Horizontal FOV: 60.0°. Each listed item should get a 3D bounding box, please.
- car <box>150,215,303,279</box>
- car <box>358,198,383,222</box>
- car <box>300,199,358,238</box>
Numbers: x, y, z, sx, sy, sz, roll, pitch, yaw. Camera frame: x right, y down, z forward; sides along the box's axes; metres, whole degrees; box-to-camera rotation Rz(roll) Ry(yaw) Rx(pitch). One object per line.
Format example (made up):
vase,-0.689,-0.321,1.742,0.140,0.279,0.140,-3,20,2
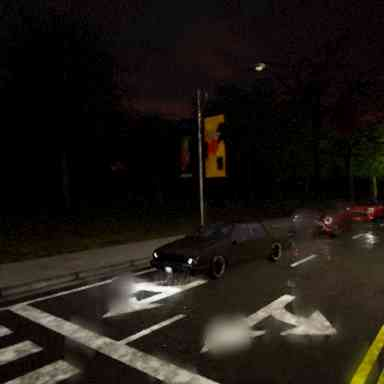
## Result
car,1.245,1.635,10.681,2.033,1.411,5.357,-2,-1,45
car,13.362,1.316,25.687,2.097,1.767,4.553,-2,-1,39
car,7.189,1.379,18.093,2.097,1.767,4.553,-2,-1,39
